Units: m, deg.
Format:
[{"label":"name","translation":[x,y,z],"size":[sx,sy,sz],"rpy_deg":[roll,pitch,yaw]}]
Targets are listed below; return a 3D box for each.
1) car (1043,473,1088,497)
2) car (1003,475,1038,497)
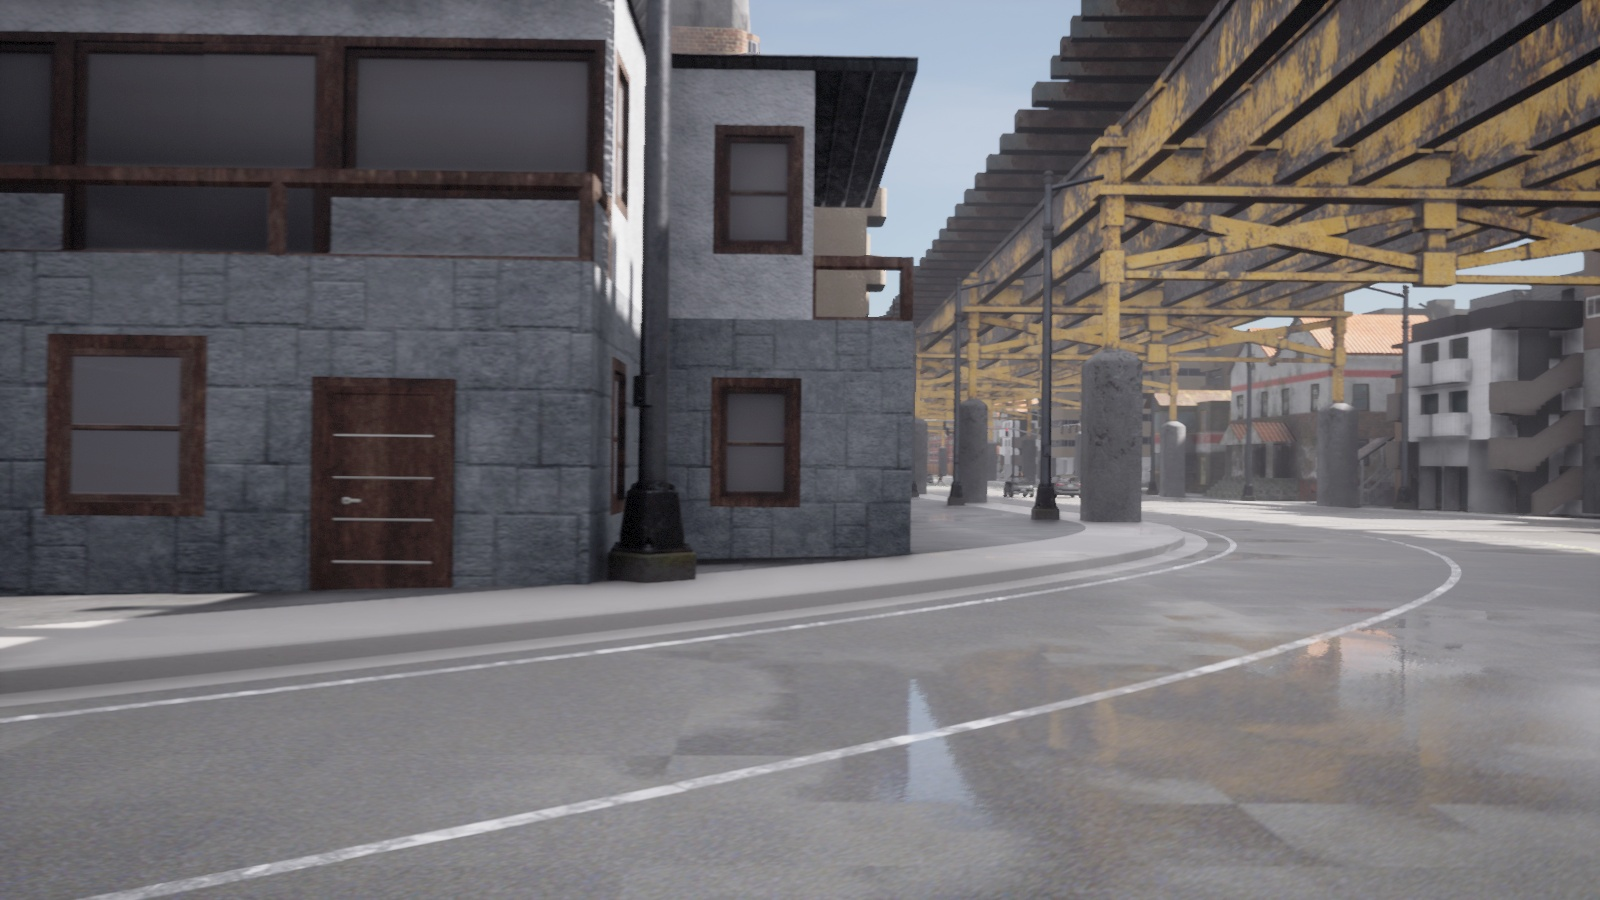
[{"label":"car","translation":[19.256,2.484,91.161],"size":[2.242,1.667,4.611],"rpy_deg":[0,-1,0]},{"label":"car","translation":[15.766,2.574,89.828],"size":[1.789,1.549,3.705],"rpy_deg":[0,-1,0]}]
